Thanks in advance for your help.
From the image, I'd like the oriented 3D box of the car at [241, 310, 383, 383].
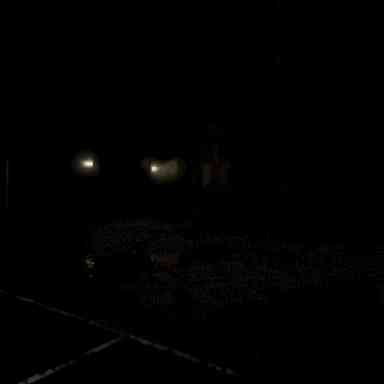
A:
[{"bbox_3d":[2.539,1.316,1.271,5.009,1.841,2.192,0,0,35],"label":"car"}]
